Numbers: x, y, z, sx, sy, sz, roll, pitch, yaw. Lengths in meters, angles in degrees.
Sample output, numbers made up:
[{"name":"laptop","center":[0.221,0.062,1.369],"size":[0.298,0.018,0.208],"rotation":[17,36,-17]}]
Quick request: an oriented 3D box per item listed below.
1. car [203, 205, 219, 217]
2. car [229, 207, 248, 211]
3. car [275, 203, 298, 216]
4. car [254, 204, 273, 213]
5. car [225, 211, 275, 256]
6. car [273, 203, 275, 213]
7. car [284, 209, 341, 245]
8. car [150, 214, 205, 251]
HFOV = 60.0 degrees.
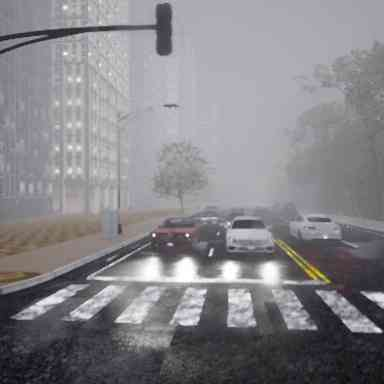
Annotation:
[{"name":"car","center":[2.518,2.418,42.619],"size":[2.033,1.411,5.357],"rotation":[-1,-1,7]},{"name":"car","center":[4.769,2.237,34.208],"size":[1.994,1.385,4.181],"rotation":[-1,-1,7]},{"name":"car","center":[12.590,2.175,43.850],"size":[2.097,1.767,4.553],"rotation":[-1,-1,7]},{"name":"car","center":[9.475,2.474,45.117],"size":[1.895,1.301,4.718],"rotation":[-1,-1,7]},{"name":"car","center":[2.439,1.798,14.489],"size":[1.812,1.442,4.674],"rotation":[-1,-1,7]},{"name":"car","center":[13.718,2.537,53.853],"size":[1.837,1.490,4.892],"rotation":[-1,-1,7]},{"name":"car","center":[6.237,1.826,17.179],"size":[1.812,1.442,4.674],"rotation":[-1,-1,7]},{"name":"car","center":[-0.646,1.929,16.082],"size":[1.895,1.301,4.718],"rotation":[-1,-1,7]}]
